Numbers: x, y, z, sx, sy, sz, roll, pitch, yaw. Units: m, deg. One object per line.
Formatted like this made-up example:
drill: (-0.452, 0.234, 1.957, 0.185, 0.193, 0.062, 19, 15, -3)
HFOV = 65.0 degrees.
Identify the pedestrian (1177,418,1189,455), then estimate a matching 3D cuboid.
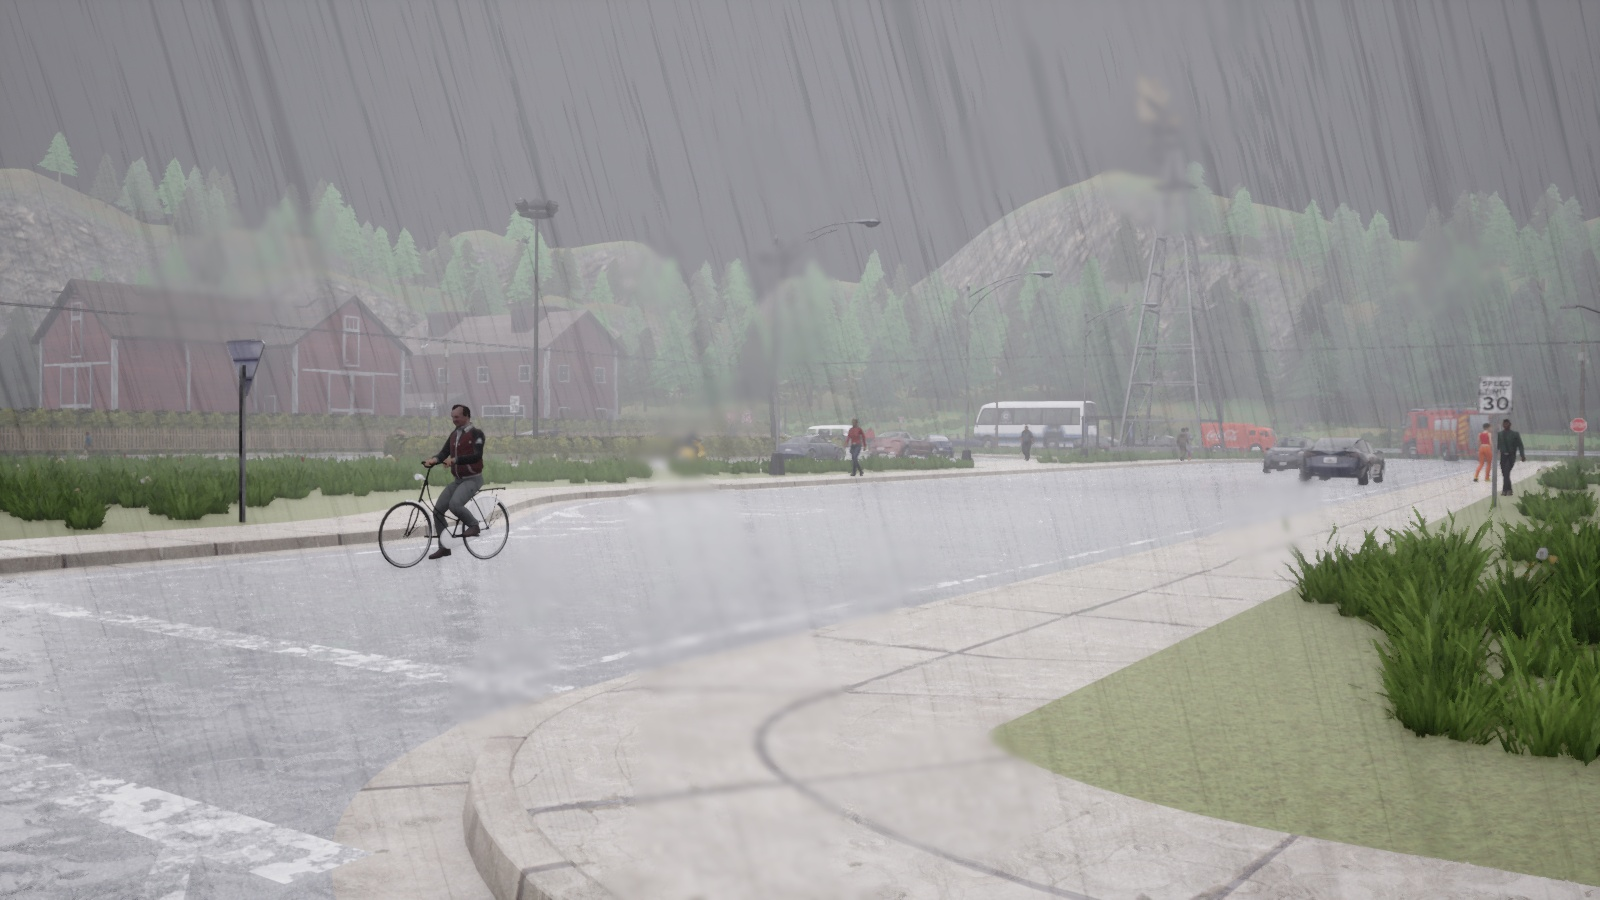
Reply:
pedestrian: (20.266, -0.705, 66.501, 0.396, 1.930, 0.692, 0, 1, 37)

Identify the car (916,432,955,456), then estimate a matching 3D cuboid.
car: (8.598, -0.412, 79.951, 1.812, 1.442, 4.674, 0, 1, -3)

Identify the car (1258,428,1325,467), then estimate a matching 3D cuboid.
car: (19.883, -0.127, 50.709, 1.845, 1.501, 3.633, 0, 1, 33)

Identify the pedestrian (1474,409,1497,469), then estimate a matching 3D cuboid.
pedestrian: (21.116, -0.333, 38.679, 0.594, 1.836, 0.345, -1, 1, -27)

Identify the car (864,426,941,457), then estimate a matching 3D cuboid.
car: (5.787, -0.500, 70.140, 2.152, 1.651, 5.027, 0, 1, 33)

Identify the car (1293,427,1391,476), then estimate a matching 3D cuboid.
car: (17.665, 0.014, 40.784, 2.163, 1.488, 4.792, 0, 1, 33)

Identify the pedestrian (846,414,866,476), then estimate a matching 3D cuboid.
pedestrian: (1.686, -0.146, 37.914, 0.331, 1.846, 0.636, 0, 1, 32)

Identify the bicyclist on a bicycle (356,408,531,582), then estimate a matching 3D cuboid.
bicyclist on a bicycle: (-3.862, 0.449, 13.748, 0.659, 1.776, 1.843, 0, 1, 33)

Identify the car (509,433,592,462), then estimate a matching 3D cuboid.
car: (-14.127, -0.167, 71.292, 2.007, 1.525, 4.514, 0, 1, 33)

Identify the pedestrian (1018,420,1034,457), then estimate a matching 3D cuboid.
pedestrian: (11.226, -0.569, 62.355, 0.540, 1.848, 0.694, 0, 1, 30)

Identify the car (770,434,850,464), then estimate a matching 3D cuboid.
car: (0.535, -0.057, 62.089, 1.994, 1.385, 4.181, 0, 1, 32)

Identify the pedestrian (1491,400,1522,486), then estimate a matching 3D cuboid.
pedestrian: (16.258, -0.158, 28.902, 0.788, 1.949, 0.423, -1, 1, -44)

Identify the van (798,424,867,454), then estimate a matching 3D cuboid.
van: (2.255, -0.769, 88.103, 4.480, 2.038, 2.069, 0, 1, 42)

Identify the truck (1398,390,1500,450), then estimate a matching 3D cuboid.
truck: (43.990, -1.999, 85.456, 2.891, 3.827, 8.468, 0, 1, 2)

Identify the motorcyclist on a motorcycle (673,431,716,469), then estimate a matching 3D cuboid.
motorcyclist on a motorcycle: (-4.582, -0.017, 54.441, 0.866, 1.590, 1.817, 0, 1, 36)

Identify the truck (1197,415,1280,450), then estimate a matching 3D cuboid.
truck: (31.823, -1.289, 91.121, 5.204, 2.467, 2.627, 0, 1, 34)
